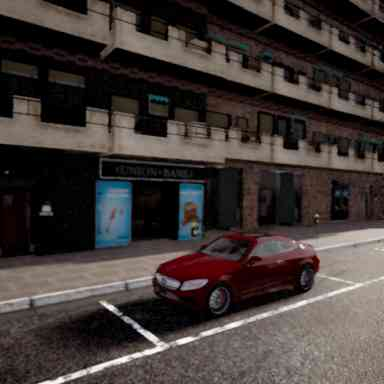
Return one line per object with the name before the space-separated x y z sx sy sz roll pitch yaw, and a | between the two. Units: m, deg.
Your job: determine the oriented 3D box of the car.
car | 1.167 1.578 7.391 4.206 1.307 1.802 0 1 -36
